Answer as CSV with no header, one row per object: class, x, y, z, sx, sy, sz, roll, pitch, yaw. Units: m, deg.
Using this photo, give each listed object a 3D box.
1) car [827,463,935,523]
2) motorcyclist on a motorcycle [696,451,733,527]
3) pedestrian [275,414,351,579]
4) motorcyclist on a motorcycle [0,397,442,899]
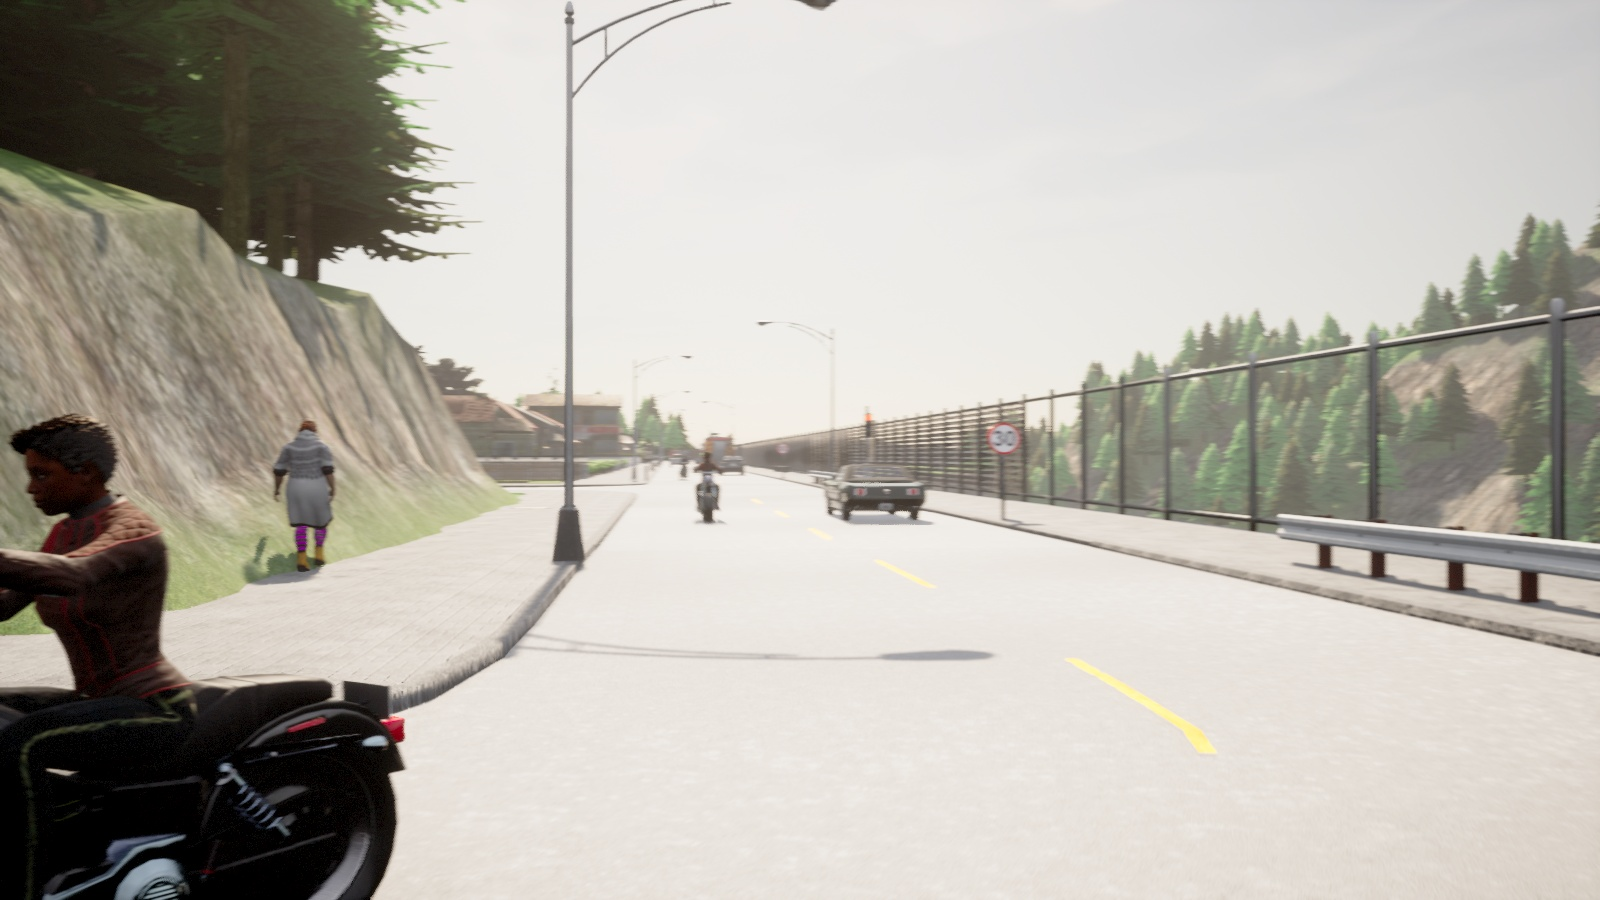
car,1.877,0.987,30.545,1.895,1.301,4.718,0,0,-5
motorcyclist on a motorcycle,-1.949,0.843,28.537,0.766,1.649,2.350,0,0,-5
pedestrian,-5.937,0.553,15.343,0.659,1.952,0.873,0,0,-6
motorcyclist on a motorcycle,-2.091,0.719,3.006,0.766,1.649,2.350,-3,-1,38
